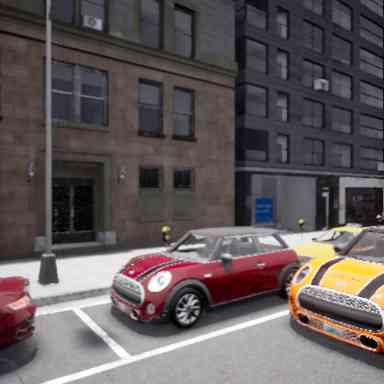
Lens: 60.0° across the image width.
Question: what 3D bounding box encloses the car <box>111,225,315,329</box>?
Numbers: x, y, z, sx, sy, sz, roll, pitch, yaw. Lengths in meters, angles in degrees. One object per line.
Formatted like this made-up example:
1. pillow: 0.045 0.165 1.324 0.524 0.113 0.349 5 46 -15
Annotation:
1. car: 0.417 1.498 6.959 4.097 1.590 1.967 1 -1 -35

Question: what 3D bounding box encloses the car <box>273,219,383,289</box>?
1. car: 4.759 1.657 10.055 4.829 1.417 1.752 1 -1 -35

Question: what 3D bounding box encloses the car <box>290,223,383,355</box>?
1. car: 3.879 1.442 6.143 4.553 1.767 2.097 1 -1 -35

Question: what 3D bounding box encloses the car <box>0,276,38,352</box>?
1. car: -4.065 1.565 3.760 4.206 1.307 1.802 1 -1 -35
